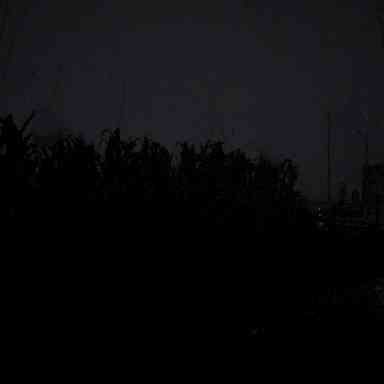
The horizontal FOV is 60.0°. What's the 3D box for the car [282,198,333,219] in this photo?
[{"bbox_3d":[9.017,1.291,27.049,2.097,1.767,4.553,0,0,-36],"label":"car"}]
